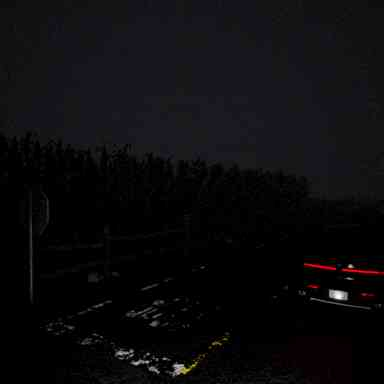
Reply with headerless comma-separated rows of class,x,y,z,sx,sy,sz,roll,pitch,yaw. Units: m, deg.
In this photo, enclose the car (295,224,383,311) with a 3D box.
car,3.804,1.498,7.676,1.837,1.490,4.892,0,0,33
